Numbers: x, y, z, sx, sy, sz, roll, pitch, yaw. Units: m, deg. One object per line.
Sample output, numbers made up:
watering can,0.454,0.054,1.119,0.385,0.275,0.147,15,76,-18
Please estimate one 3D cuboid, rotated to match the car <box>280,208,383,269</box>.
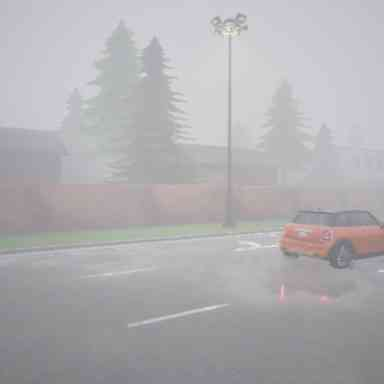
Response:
car,5.179,1.314,11.182,4.553,1.767,2.097,0,0,-31
